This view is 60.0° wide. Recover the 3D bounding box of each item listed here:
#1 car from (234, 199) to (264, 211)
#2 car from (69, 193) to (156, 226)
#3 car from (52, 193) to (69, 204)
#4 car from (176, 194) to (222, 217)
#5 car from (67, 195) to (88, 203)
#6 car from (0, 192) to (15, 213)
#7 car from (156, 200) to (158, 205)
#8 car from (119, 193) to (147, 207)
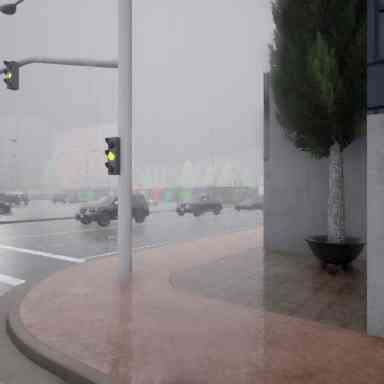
[{"bbox_3d":[7.197,1.547,40.625,2.033,1.411,5.357,0,0,37],"label":"car"},{"bbox_3d":[-5.471,1.221,23.707,2.150,2.045,5.566,0,0,36],"label":"car"},{"bbox_3d":[-23.120,1.153,59.806,4.605,1.855,1.932,0,0,35],"label":"car"},{"bbox_3d":[0.798,1.221,32.111,2.150,2.045,5.566,0,0,37],"label":"car"},{"bbox_3d":[-21.392,1.364,62.131,3.905,1.438,1.784,0,0,35],"label":"car"},{"bbox_3d":[-20.146,1.156,33.658,3.866,1.878,1.905,0,0,35],"label":"car"},{"bbox_3d":[-7.135,1.395,52.039,3.806,1.475,1.970,0,0,35],"label":"car"},{"bbox_3d":[-8.820,1.156,49.684,3.866,1.878,1.905,0,0,35],"label":"car"}]
